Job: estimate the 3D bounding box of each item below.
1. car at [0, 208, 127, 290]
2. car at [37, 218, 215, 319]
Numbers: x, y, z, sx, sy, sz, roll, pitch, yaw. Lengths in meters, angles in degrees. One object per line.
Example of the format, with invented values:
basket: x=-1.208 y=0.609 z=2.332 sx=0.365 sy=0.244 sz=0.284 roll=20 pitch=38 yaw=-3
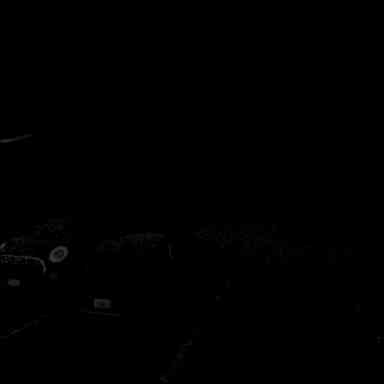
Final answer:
car: x=-3.150 y=1.362 z=9.227 sx=2.185 sy=1.767 sz=4.553 roll=1 pitch=-1 yaw=16
car: x=-0.746 y=1.489 z=7.474 sx=2.231 sy=1.521 sz=4.892 roll=0 pitch=-1 yaw=15
